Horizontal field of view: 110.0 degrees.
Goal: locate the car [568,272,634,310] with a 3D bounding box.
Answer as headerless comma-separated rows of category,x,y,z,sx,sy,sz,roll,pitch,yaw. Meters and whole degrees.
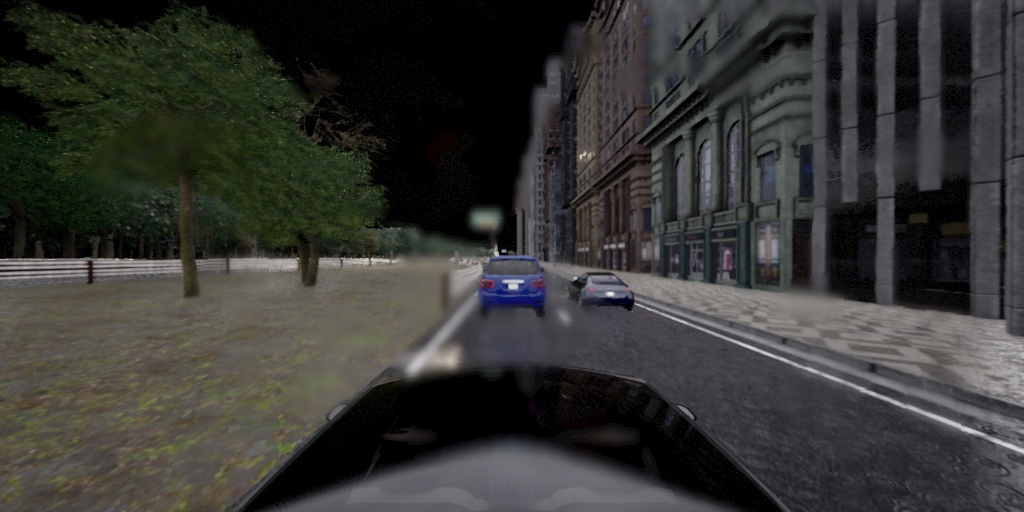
car,3.564,1.348,14.971,1.994,1.385,4.181,0,0,0

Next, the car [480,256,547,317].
car,0.050,1.003,13.424,2.150,2.045,5.566,0,0,0
